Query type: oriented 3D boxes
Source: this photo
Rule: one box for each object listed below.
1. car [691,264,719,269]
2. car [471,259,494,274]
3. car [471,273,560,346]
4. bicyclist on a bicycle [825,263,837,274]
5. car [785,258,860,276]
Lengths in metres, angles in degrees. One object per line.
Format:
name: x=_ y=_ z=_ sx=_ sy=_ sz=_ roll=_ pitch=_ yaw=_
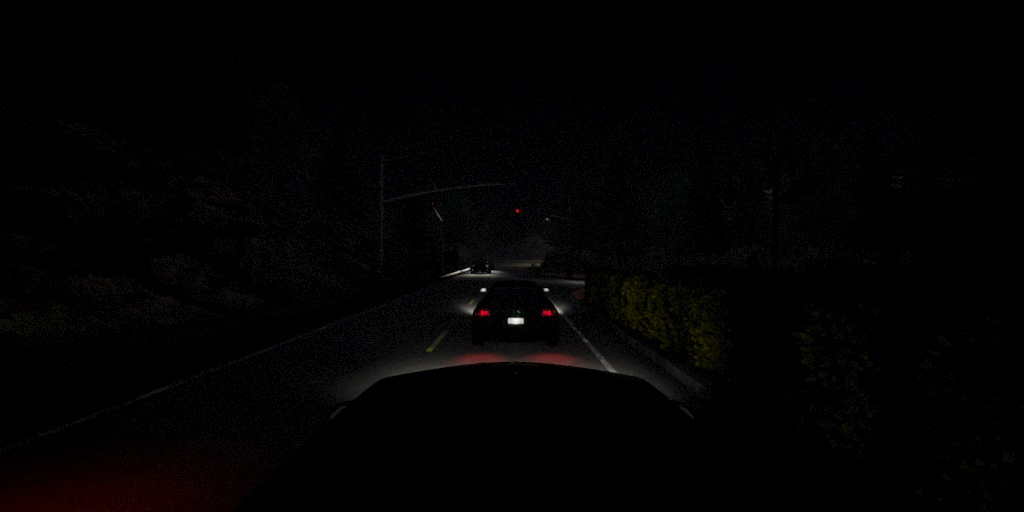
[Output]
car: x=15.491 y=1.443 z=29.555 sx=4.902 sy=1.511 sz=2.128 roll=0 pitch=0 yaw=0
car: x=-3.614 y=1.160 z=42.755 sx=2.097 sy=1.767 sz=4.553 roll=0 pitch=0 yaw=0
car: x=0.076 y=1.325 z=9.474 sx=1.994 sy=1.385 sz=4.181 roll=0 pitch=0 yaw=0
bicyclist on a bicycle: x=19.820 y=1.242 z=22.085 sx=0.582 sy=1.620 sz=1.656 roll=0 pitch=0 yaw=0
car: x=25.561 y=1.173 z=29.508 sx=5.566 sy=2.045 sz=2.150 roll=0 pitch=0 yaw=1
